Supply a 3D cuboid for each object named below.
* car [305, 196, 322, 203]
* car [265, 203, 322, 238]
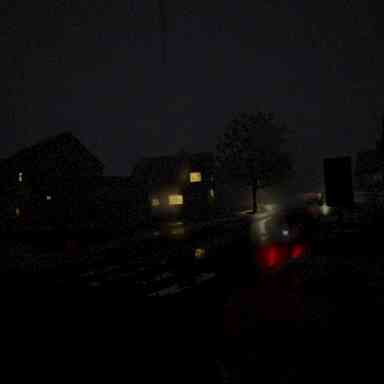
[{"bbox_3d":[16.819,1.266,45.962,2.128,1.511,4.902,-4,-1,15],"label":"car"},{"bbox_3d":[5.261,1.503,16.923,1.895,1.301,4.718,-5,-2,28],"label":"car"}]
